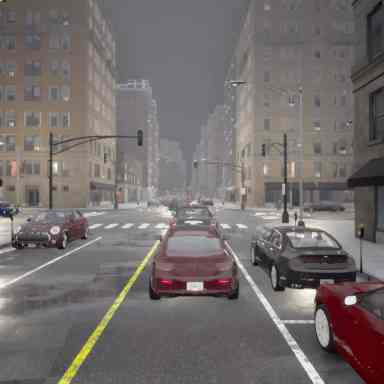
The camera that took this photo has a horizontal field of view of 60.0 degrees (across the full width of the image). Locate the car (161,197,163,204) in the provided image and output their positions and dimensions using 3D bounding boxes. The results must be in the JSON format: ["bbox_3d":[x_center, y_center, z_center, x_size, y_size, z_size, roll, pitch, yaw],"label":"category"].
[{"bbox_3d":[-3.321,1.605,51.443,1.994,1.385,4.181,0,0,-1],"label":"car"}]

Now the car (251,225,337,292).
[{"bbox_3d":[2.657,1.553,8.739,2.008,1.369,4.403,0,0,0],"label":"car"}]

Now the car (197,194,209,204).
[{"bbox_3d":[2.240,1.399,69.186,2.192,1.841,5.009,0,0,-1],"label":"car"}]

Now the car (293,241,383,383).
[{"bbox_3d":[2.669,1.545,3.248,1.887,1.381,4.507,0,0,0],"label":"car"}]

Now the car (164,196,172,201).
[{"bbox_3d":[-6.540,1.728,91.125,1.947,1.339,4.313,0,0,-1],"label":"car"}]

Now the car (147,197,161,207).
[{"bbox_3d":[-6.094,1.595,52.571,2.008,1.369,4.403,0,0,-1],"label":"car"}]

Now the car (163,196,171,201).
[{"bbox_3d":[-6.477,1.721,85.617,1.802,1.307,4.206,0,0,-1],"label":"car"}]

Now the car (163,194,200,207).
[{"bbox_3d":[-1.220,1.372,36.984,2.097,1.767,4.553,0,0,-22],"label":"car"}]

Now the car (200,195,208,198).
[{"bbox_3d":[2.431,1.590,52.666,1.887,1.381,4.507,0,0,-1],"label":"car"}]

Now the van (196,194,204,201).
[{"bbox_3d":[2.049,1.481,85.707,1.690,1.788,3.998,0,0,-1],"label":"van"}]

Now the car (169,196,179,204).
[{"bbox_3d":[-3.427,1.595,64.051,1.812,1.442,4.674,0,0,0],"label":"car"}]

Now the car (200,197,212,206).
[{"bbox_3d":[2.367,1.622,58.172,1.947,1.339,4.313,0,0,-1],"label":"car"}]

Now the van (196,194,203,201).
[{"bbox_3d":[1.985,1.503,91.214,1.690,1.788,3.998,0,0,-1],"label":"van"}]

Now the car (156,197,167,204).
[{"bbox_3d":[-6.286,1.665,69.094,1.802,1.307,4.206,0,0,-1],"label":"car"}]

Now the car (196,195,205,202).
[{"bbox_3d":[2.112,1.559,80.199,1.967,1.590,4.097,0,0,-1],"label":"car"}]

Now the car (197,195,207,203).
[{"bbox_3d":[2.176,1.540,74.694,1.967,1.590,4.097,0,0,-1],"label":"car"}]

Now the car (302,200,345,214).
[{"bbox_3d":[14.634,1.647,37.153,4.674,1.442,1.812,0,0,1],"label":"car"}]

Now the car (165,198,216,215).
[{"bbox_3d":[0.066,1.358,15.581,2.097,1.767,4.553,0,0,0],"label":"car"}]

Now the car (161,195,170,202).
[{"bbox_3d":[-6.412,1.559,80.110,1.967,1.590,4.097,0,0,-1],"label":"car"}]

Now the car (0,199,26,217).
[{"bbox_3d":[-18.032,1.416,30.187,4.902,1.511,2.128,0,0,0],"label":"car"}]

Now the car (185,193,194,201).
[{"bbox_3d":[-0.674,1.383,90.111,2.150,2.045,5.566,0,0,-1],"label":"car"}]

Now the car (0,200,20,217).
[{"bbox_3d":[-17.156,1.123,26.946,5.566,2.045,2.150,0,0,0],"label":"car"}]

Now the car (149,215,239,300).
[{"bbox_3d":[0.018,1.528,8.277,1.812,1.442,4.674,0,0,-1],"label":"car"}]

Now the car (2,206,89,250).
[{"bbox_3d":[-5.880,1.445,14.209,1.967,1.590,4.097,0,0,0],"label":"car"}]

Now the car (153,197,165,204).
[{"bbox_3d":[-6.222,1.613,63.586,1.887,1.381,4.507,0,0,-1],"label":"car"}]
